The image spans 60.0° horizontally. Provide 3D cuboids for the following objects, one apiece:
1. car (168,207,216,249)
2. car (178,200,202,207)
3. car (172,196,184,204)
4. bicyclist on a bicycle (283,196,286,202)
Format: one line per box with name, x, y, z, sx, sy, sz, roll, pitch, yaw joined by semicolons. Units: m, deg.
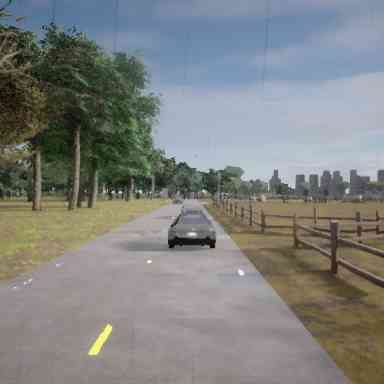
car;0.000;1.579;14.658;1.994;1.385;4.181;0;0;0
car;0.000;1.643;29.697;1.895;1.301;4.718;0;0;0
car;-2.750;1.578;65.937;2.097;1.767;4.553;0;0;0
bicyclist on a bicycle;19.913;1.601;71.700;0.582;1.620;1.656;0;0;0
